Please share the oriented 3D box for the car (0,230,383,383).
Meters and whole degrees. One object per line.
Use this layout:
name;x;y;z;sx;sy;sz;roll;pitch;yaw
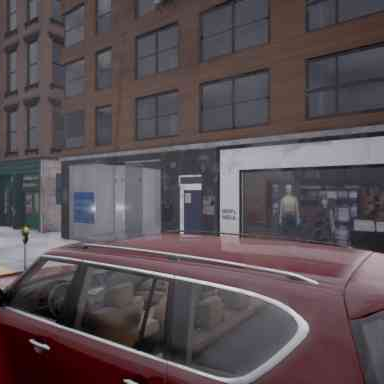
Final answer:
car;-0.490;1.315;3.164;5.009;1.841;2.192;0;0;36
